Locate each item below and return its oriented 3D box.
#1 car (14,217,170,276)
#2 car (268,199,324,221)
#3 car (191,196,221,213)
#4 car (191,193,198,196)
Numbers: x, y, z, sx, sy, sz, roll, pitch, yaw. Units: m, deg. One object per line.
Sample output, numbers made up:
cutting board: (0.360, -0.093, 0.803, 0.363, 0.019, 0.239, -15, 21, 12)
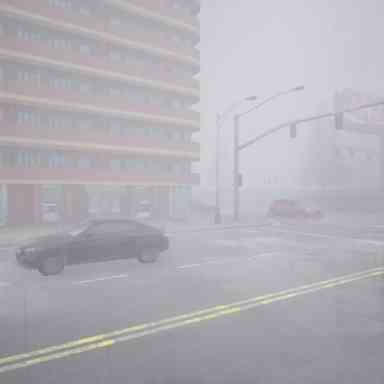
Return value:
car: (-2.921, 1.526, 10.433, 4.674, 1.442, 1.812, 0, 0, -33)
car: (8.505, 1.351, 27.390, 2.097, 1.767, 4.553, 0, 0, -34)
car: (1.379, 1.525, 37.994, 1.812, 1.442, 4.674, 0, 0, -34)
car: (-0.919, 1.218, 60.553, 2.150, 2.045, 5.566, 0, 0, -34)
